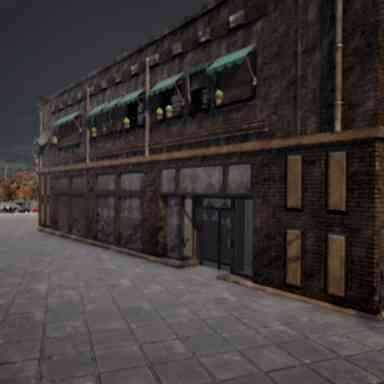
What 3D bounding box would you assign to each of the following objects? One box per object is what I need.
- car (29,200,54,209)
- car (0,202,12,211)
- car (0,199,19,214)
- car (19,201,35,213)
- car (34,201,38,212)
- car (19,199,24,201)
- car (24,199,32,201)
[{"bbox_3d":[-31.751,2.641,70.077,4.553,1.767,2.185,1,-1,19],"label":"car"},{"bbox_3d":[-35.141,2.501,59.443,5.366,1.575,1.946,1,-2,19],"label":"car"},{"bbox_3d":[-26.433,2.104,44.902,4.553,1.767,2.185,1,-2,19],"label":"car"},{"bbox_3d":[-25.541,2.371,47.534,4.792,1.488,2.163,1,-2,19],"label":"car"},{"bbox_3d":[-24.700,2.475,50.190,4.792,1.488,2.163,1,-2,19],"label":"car"},{"bbox_3d":[-34.424,2.581,62.144,5.008,1.535,2.097,1,-1,19],"label":"car"},{"bbox_3d":[-23.802,2.415,52.833,4.553,1.767,2.185,1,-2,19],"label":"car"}]
